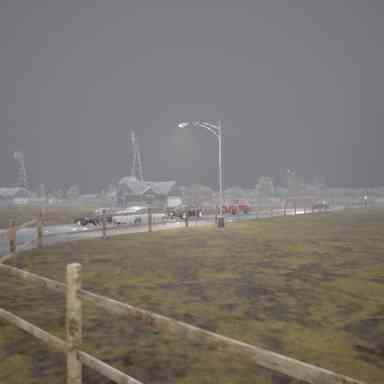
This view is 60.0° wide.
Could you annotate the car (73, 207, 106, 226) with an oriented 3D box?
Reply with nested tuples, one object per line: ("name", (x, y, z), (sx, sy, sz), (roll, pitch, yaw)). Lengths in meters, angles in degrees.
("car", (-6.659, 1.884, 26.314), (2.033, 1.411, 5.357), (-2, -2, 36))

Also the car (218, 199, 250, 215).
("car", (5.556, 1.912, 43.390), (2.150, 2.045, 5.566), (-2, -2, 36))

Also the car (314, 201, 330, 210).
("car", (25.108, 2.472, 64.333), (2.097, 1.767, 4.553), (-2, -2, 34))

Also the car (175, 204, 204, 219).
("car", (-0.638, 2.013, 34.729), (1.837, 1.490, 4.892), (-2, -2, 36))

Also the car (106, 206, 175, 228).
("car", (-3.627, 1.765, 24.195), (1.812, 1.442, 4.674), (-2, -2, 36))
